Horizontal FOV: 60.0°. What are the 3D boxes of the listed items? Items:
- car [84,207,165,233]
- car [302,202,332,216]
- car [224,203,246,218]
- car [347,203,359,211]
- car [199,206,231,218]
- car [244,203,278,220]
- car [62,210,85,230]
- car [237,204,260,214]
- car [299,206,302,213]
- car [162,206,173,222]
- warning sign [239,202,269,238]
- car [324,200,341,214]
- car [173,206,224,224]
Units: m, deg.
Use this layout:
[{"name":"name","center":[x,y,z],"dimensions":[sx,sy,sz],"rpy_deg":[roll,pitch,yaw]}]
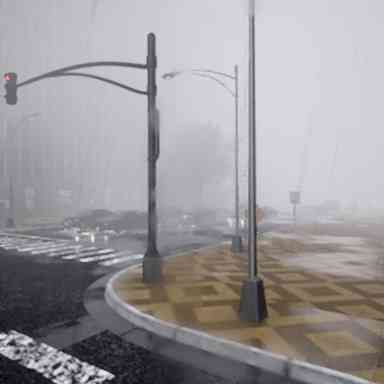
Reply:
[{"name":"car","center":[-4.560,1.988,23.357],"dimensions":[2.033,1.411,5.357],"rpy_deg":[0,-1,33]},{"name":"car","center":[16.641,2.421,44.095],"dimensions":[2.128,1.511,4.902],"rpy_deg":[0,-1,33]},{"name":"car","center":[6.174,2.154,40.067],"dimensions":[2.097,1.767,4.553],"rpy_deg":[0,-1,33]},{"name":"car","center":[31.697,2.916,65.538],"dimensions":[1.812,1.442,4.674],"rpy_deg":[0,-1,33]},{"name":"car","center":[2.897,2.403,40.984],"dimensions":[1.895,1.301,4.718],"rpy_deg":[0,-1,33]},{"name":"car","center":[7.899,2.235,36.387],"dimensions":[2.128,1.511,4.902],"rpy_deg":[0,-1,33]},{"name":"car","center":[-7.433,1.980,24.886],"dimensions":[1.812,1.442,4.674],"rpy_deg":[0,-1,31]},{"name":"car","center":[8.499,2.514,49.610],"dimensions":[1.812,1.442,4.674],"rpy_deg":[0,-1,32]},{"name":"car","center":[18.558,2.702,53.023],"dimensions":[1.895,1.301,4.718],"rpy_deg":[0,-1,33]},{"name":"car","center":[-2.467,2.126,32.635],"dimensions":[1.837,1.490,4.892],"rpy_deg":[0,-1,33]},{"name":"warning sign","center":[3.444,1.505,18.306],"dimensions":[1.300,1.860,1.060],"rpy_deg":[1,0,33]},{"name":"car","center":[22.161,2.336,52.786],"dimensions":[2.150,2.045,5.566],"rpy_deg":[0,-1,33]},{"name":"car","center":[0.703,2.109,31.558],"dimensions":[2.128,1.511,4.902],"rpy_deg":[0,-1,33]}]
